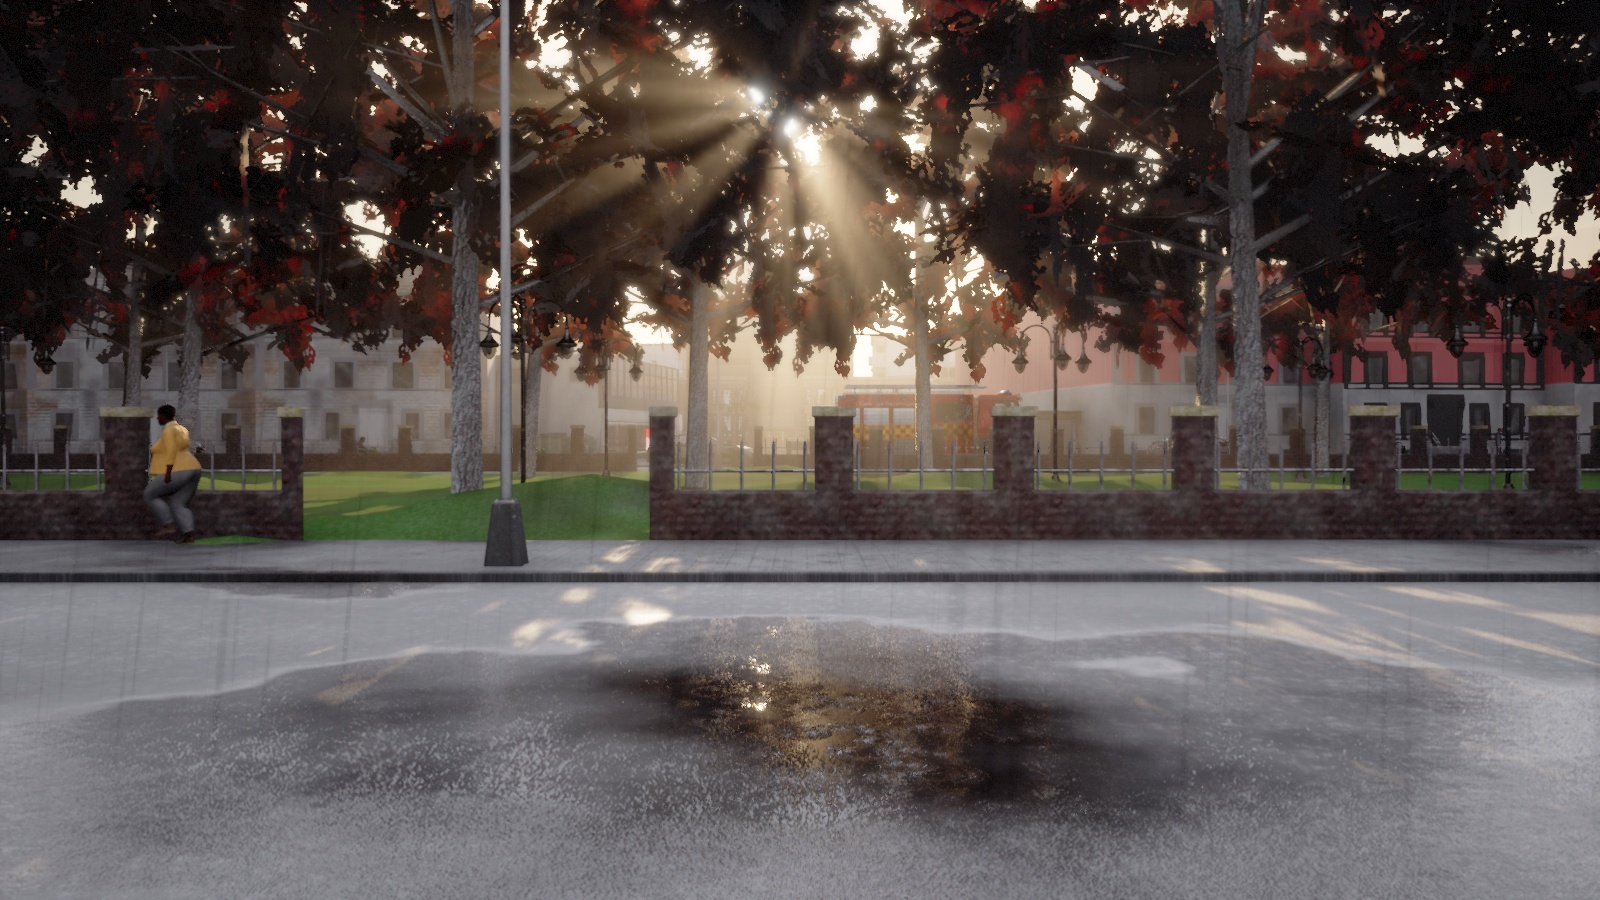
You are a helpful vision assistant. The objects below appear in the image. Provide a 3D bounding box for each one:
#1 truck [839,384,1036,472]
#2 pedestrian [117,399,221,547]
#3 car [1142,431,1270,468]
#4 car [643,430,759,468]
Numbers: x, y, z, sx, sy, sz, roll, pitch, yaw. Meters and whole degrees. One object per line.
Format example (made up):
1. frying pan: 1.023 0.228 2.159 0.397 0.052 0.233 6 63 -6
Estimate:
1. truck: 6.020 -0.990 56.086 8.468 3.827 2.891 0 1 0
2. pedestrian: -8.130 0.282 16.214 0.900 1.855 0.874 0 1 0
3. car: 18.057 -0.037 56.051 5.027 1.651 2.152 0 1 0
4. car: -4.368 -0.055 56.137 5.027 1.651 2.152 0 1 0
